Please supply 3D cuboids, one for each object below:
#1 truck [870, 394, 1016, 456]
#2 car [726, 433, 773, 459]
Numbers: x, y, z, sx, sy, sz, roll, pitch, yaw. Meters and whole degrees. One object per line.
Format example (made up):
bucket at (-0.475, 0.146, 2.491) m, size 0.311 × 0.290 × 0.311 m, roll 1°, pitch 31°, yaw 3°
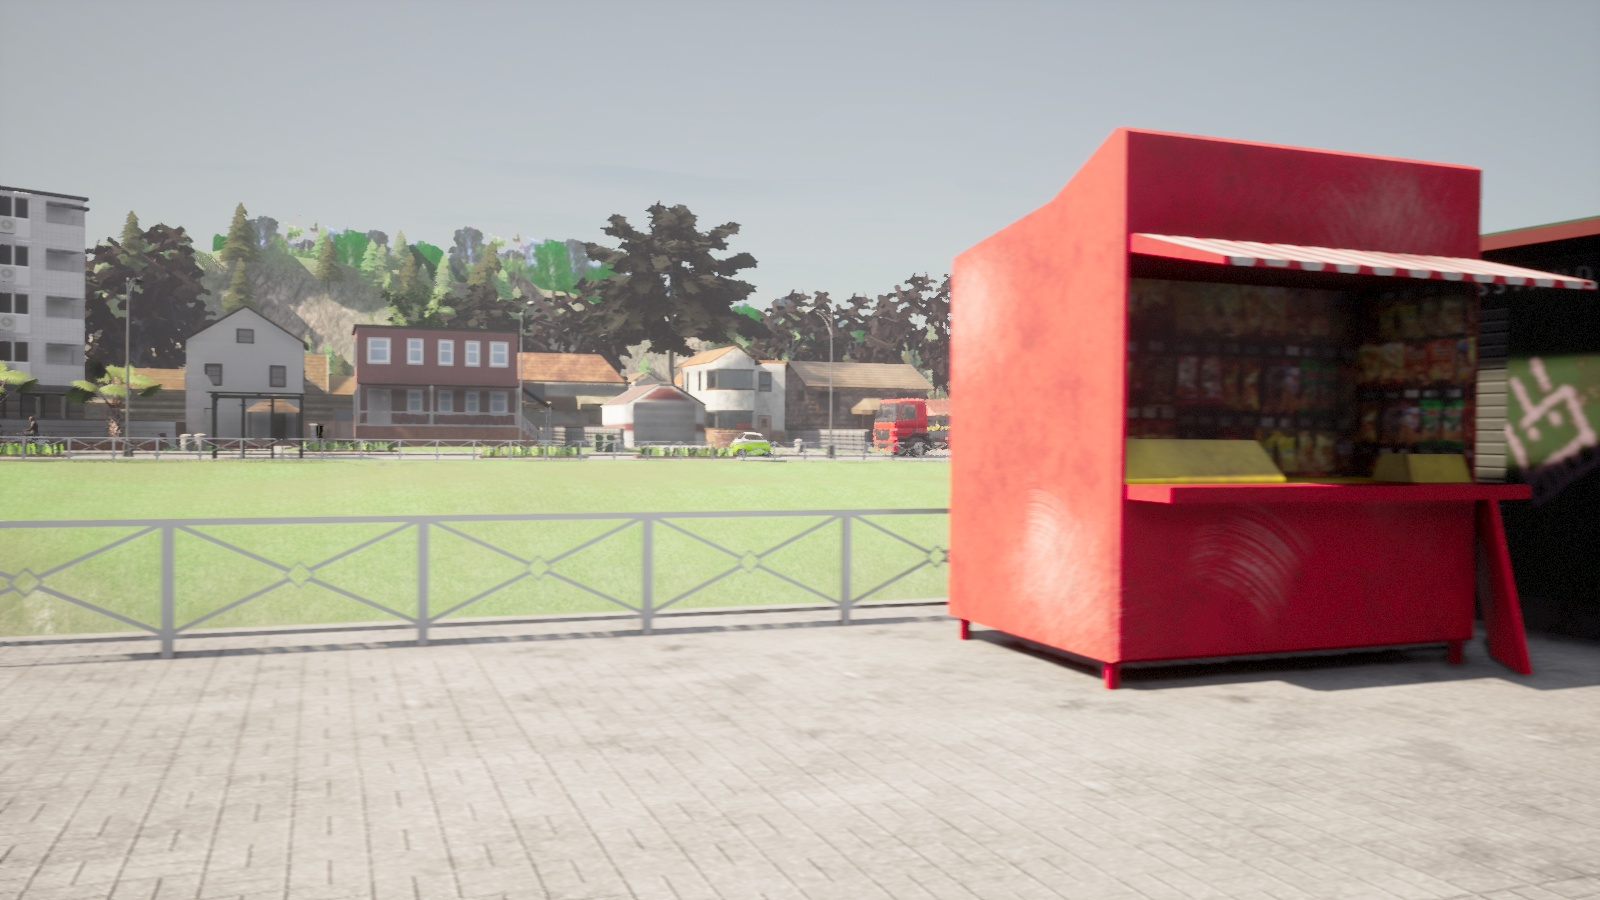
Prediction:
truck at (8.322, -1.460, 72.914) m, size 7.936 × 3.462 × 2.891 m, roll -1°, pitch 1°, yaw -21°
car at (-2.793, -0.235, 68.710) m, size 2.207 × 1.376 × 1.481 m, roll -1°, pitch 1°, yaw -21°
